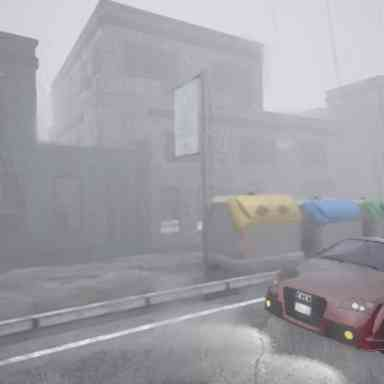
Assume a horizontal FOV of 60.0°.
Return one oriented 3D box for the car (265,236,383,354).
[{"bbox_3d":[3.322,1.538,5.981,4.181,1.385,1.994,0,0,-32],"label":"car"}]
